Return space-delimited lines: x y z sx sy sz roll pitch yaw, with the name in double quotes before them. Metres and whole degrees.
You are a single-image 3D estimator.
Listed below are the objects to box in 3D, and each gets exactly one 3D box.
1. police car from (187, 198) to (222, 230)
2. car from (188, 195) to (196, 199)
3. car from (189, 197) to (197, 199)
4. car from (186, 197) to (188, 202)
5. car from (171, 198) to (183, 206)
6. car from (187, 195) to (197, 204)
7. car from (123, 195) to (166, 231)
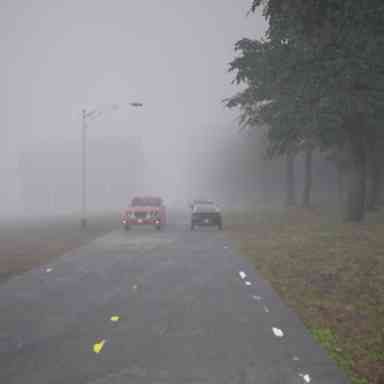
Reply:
"police car" 0.836 1.448 21.344 1.930 1.638 5.238 0 0 0
"car" 0.842 1.473 37.210 2.097 1.767 4.553 0 0 0
"car" 0.841 1.552 31.237 1.882 1.535 5.008 0 0 0
"car" 0.028 1.845 55.727 2.033 1.411 5.357 0 -1 0
"car" -2.743 1.869 62.876 1.837 1.490 4.892 0 0 1
"car" 0.037 1.643 75.266 2.150 2.045 5.566 0 -1 0
"car" -2.840 1.242 21.024 2.150 2.045 5.566 0 0 0
